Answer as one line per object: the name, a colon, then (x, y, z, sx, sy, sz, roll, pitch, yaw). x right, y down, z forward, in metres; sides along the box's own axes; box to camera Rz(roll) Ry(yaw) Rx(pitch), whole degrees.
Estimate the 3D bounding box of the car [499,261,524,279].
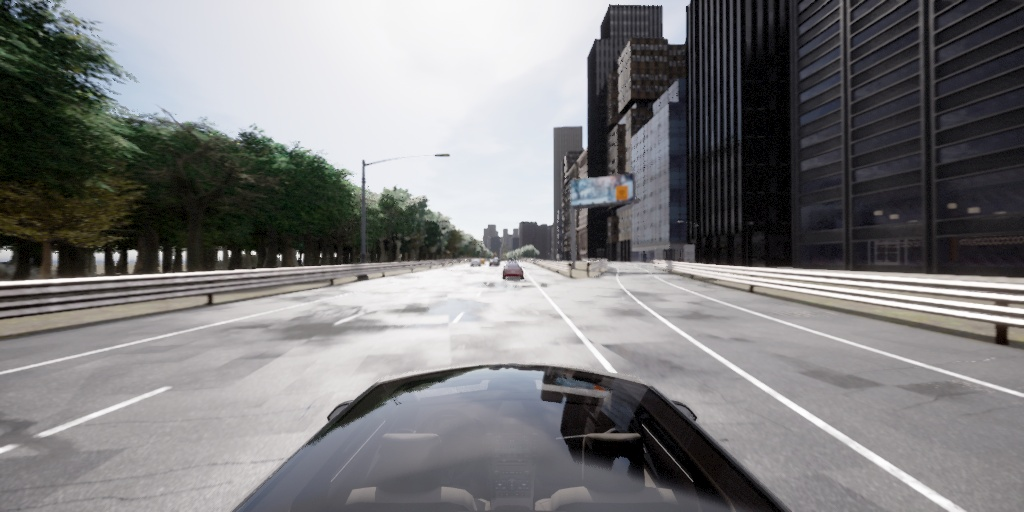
car: (0.089, 1.371, 33.761, 1.994, 1.385, 4.181, 0, 0, 0)
